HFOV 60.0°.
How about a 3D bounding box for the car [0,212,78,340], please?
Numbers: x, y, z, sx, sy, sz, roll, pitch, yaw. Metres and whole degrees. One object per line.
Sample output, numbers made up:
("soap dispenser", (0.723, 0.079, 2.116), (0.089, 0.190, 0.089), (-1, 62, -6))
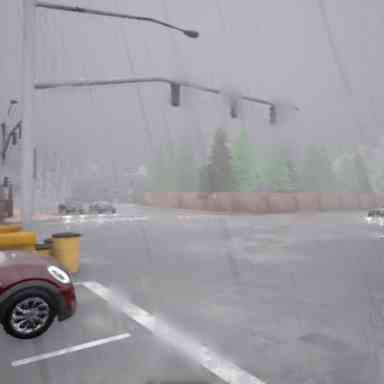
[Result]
("car", (-4.186, 1.344, 5.080), (4.553, 1.767, 2.097), (1, -1, -35))

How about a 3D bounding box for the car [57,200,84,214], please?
("car", (-13.376, 1.639, 36.546), (1.837, 1.490, 4.892), (1, -1, -36))

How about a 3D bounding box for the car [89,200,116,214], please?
("car", (-10.382, 1.706, 38.377), (1.812, 1.442, 4.674), (1, -1, -36))

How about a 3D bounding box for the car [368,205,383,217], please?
("car", (20.932, 2.064, 36.081), (4.181, 1.385, 1.994), (1, -1, -35))
